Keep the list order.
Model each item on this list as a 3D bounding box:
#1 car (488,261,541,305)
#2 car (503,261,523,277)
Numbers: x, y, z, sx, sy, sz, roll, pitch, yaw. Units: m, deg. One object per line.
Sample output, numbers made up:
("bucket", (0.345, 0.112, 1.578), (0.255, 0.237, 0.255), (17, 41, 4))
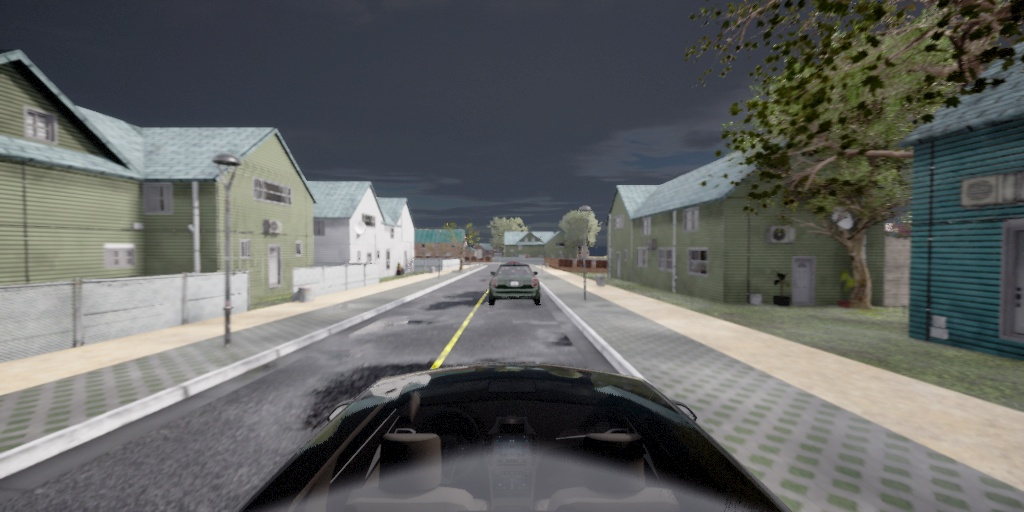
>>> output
("car", (0.103, 1.092, 16.021), (2.097, 1.767, 4.553), (0, 0, 0))
("car", (0.105, 1.251, 36.030), (1.812, 1.442, 4.674), (0, 0, 0))
